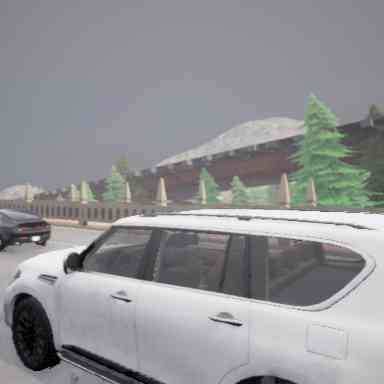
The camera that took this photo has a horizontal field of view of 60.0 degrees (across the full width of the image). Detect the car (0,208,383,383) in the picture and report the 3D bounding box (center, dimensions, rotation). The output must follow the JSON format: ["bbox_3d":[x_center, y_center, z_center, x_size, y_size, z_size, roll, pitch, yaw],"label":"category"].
[{"bbox_3d":[0.016,1.217,3.979,5.566,2.045,2.150,0,0,35],"label":"car"}]
